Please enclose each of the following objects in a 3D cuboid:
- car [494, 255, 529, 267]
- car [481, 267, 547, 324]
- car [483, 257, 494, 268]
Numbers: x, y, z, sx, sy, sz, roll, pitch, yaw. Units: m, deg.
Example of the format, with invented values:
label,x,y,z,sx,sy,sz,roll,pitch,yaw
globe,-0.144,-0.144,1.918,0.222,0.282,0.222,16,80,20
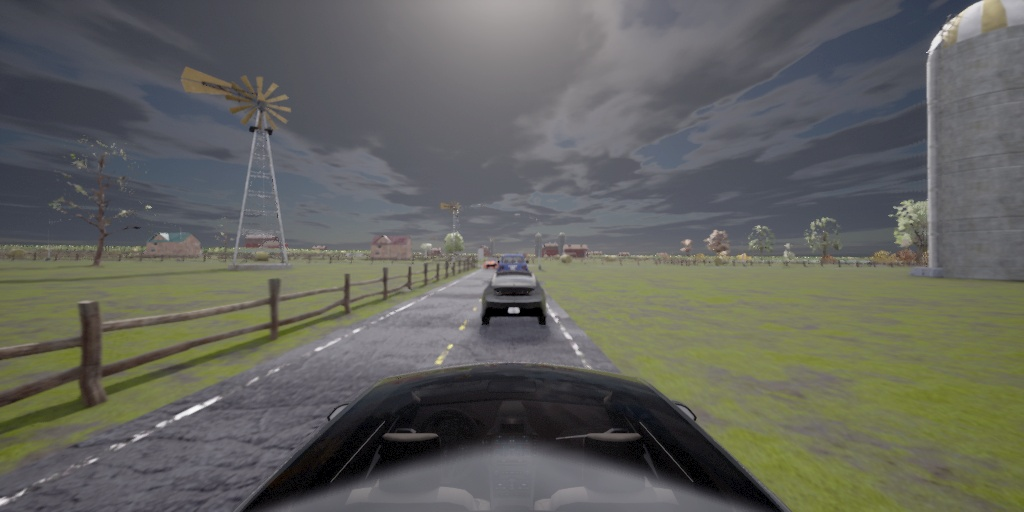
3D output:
label,x,y,z,sx,sy,sz,roll,pitch,yaw
car,0.075,0.913,27.051,2.150,2.045,5.566,0,0,1
car,0.067,1.227,11.732,1.837,1.490,4.892,0,-1,0
car,-2.795,0.976,49.766,2.097,1.767,4.553,0,0,0
